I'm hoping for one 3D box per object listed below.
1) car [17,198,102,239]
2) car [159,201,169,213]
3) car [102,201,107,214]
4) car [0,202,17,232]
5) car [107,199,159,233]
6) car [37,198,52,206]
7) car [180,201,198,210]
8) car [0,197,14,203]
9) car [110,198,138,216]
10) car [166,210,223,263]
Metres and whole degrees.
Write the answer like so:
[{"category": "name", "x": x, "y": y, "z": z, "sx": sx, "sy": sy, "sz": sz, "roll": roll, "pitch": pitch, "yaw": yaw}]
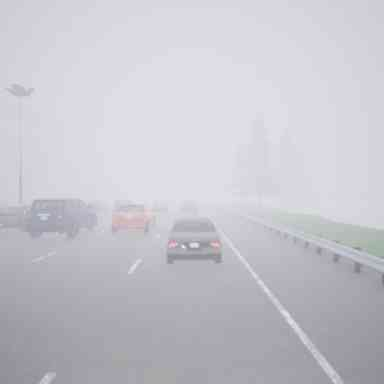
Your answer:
[{"category": "car", "x": -6.950, "y": 1.331, "z": 18.260, "sx": 2.150, "sy": 2.045, "sz": 5.566, "roll": 0, "pitch": 0, "yaw": 0}, {"category": "car", "x": -3.838, "y": 1.778, "z": 40.088, "sx": 1.994, "sy": 1.385, "sz": 4.181, "roll": 0, "pitch": 0, "yaw": -3}, {"category": "car", "x": -10.711, "y": 1.721, "z": 37.707, "sx": 1.837, "sy": 1.490, "sz": 4.892, "roll": 0, "pitch": 0, "yaw": -3}, {"category": "car", "x": -10.457, "y": 1.620, "z": 20.711, "sx": 2.128, "sy": 1.511, "sz": 4.902, "roll": 0, "pitch": 0, "yaw": 0}, {"category": "car", "x": -3.457, "y": 1.464, "z": 20.505, "sx": 2.097, "sy": 1.767, "sz": 4.553, "roll": 0, "pitch": 0, "yaw": 0}, {"category": "car", "x": -29.028, "y": 1.928, "z": 65.545, "sx": 1.895, "sy": 1.301, "sz": 4.718, "roll": 0, "pitch": 0, "yaw": -14}, {"category": "car", "x": -0.339, "y": 1.771, "z": 40.150, "sx": 1.994, "sy": 1.385, "sz": 4.181, "roll": 0, "pitch": 0, "yaw": -3}, {"category": "car", "x": -36.083, "y": 1.733, "z": 64.852, "sx": 2.097, "sy": 1.767, "sz": 4.553, "roll": 0, "pitch": 0, "yaw": -14}, {"category": "car", "x": -7.134, "y": 1.547, "z": 35.384, "sx": 2.097, "sy": 1.767, "sz": 4.553, "roll": 0, "pitch": 0, "yaw": -2}, {"category": "car", "x": 0.066, "y": 1.610, "z": 12.200, "sx": 2.033, "sy": 1.411, "sz": 5.357, "roll": 0, "pitch": 0, "yaw": 0}]
